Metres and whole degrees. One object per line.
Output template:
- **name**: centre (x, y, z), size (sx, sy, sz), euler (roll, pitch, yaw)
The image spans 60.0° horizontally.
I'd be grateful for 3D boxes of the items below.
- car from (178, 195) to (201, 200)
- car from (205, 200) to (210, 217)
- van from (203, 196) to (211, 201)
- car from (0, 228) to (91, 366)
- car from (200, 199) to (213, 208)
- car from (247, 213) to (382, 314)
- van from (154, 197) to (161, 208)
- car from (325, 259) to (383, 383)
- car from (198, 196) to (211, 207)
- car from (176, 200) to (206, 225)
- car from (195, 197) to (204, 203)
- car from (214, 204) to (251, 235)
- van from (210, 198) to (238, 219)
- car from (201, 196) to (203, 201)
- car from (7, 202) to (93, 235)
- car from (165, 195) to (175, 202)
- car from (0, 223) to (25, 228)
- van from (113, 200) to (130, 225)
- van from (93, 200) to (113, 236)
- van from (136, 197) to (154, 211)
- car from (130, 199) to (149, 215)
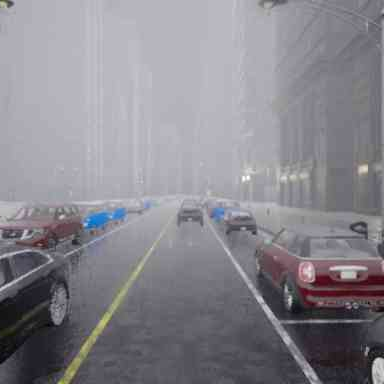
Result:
- **car**: centre (-0.301, 1.543, 40.247), size (2.097, 1.767, 4.553), euler (0, 0, -1)
- **car**: centre (2.464, 1.680, 30.408), size (1.887, 1.381, 4.507), euler (0, 0, -1)
- **van**: centre (2.406, 1.503, 36.086), size (1.690, 1.788, 3.998), euler (0, 0, -1)
- **car**: centre (-3.129, 1.520, 4.225), size (2.128, 1.511, 4.902), euler (0, 0, -1)
- **car**: centre (2.234, 1.829, 53.116), size (1.802, 1.307, 4.206), euler (0, 0, -1)
- **car**: centre (2.694, 1.468, 7.698), size (1.967, 1.590, 4.097), euler (0, 0, -1)
- **van**: centre (-6.291, 1.611, 53.021), size (1.690, 1.788, 3.998), euler (0, 0, -1)
- **car**: centre (2.752, 1.553, 2.021), size (2.008, 1.369, 4.403), euler (0, 0, -1)
- **car**: centre (2.175, 1.591, 58.795), size (2.192, 1.841, 5.009), euler (0, 0, -1)
- **car**: centre (-0.144, 1.619, 24.840), size (1.837, 1.490, 4.892), euler (0, 0, -1)
- **car**: centre (1.903, 1.966, 85.765), size (2.008, 1.369, 4.403), euler (0, 0, -1)
- **car**: centre (2.579, 1.631, 19.053), size (2.008, 1.369, 4.403), euler (0, 0, -1)
- **van**: centre (2.521, 1.449, 24.732), size (1.690, 1.788, 3.998), euler (0, 0, -1)
- **car**: centre (2.291, 1.659, 47.440), size (1.967, 1.590, 4.097), euler (0, 0, -1)
- **car**: centre (-5.889, 1.393, 13.281), size (2.192, 1.841, 5.009), euler (0, 0, -1)
- **car**: centre (-6.680, 1.783, 91.311), size (2.192, 1.841, 5.009), euler (0, 0, -1)
- **car**: centre (-5.830, 1.633, 7.603), size (1.802, 1.307, 4.206), euler (0, 0, -1)
- **van**: centre (-6.004, 1.472, 24.636), size (1.690, 1.788, 3.998), euler (0, 0, -1)
- **van**: centre (-5.946, 1.445, 18.959), size (1.690, 1.788, 3.998), euler (0, 0, -1)
- **van**: centre (-6.176, 1.555, 41.667), size (1.690, 1.788, 3.998), euler (0, 0, -1)
- **car**: centre (-6.118, 1.768, 35.988), size (1.802, 1.307, 4.206), euler (0, 0, -1)
